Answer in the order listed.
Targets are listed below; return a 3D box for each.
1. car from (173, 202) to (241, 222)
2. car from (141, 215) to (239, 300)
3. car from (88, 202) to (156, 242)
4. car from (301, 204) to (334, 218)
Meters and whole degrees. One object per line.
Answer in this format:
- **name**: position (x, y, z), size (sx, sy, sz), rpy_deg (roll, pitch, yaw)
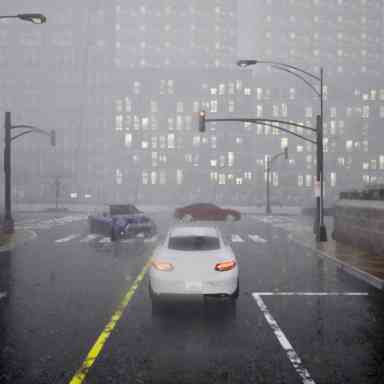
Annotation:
- **car**: position (1.108, 1.503, 24.728), size (5.008, 1.535, 1.882), rpy_deg (1, 0, -1)
- **car**: position (0.056, 1.526, 8.281), size (1.812, 1.442, 4.674), rpy_deg (0, 0, 0)
- **car**: position (-3.549, 1.329, 16.609), size (2.097, 1.767, 4.553), rpy_deg (-1, 1, -35)
- **car**: position (12.920, 1.786, 31.642), size (4.718, 1.301, 1.895), rpy_deg (1, 0, -1)
